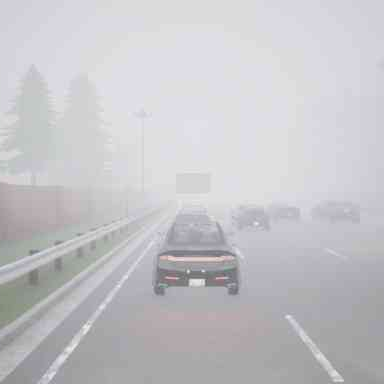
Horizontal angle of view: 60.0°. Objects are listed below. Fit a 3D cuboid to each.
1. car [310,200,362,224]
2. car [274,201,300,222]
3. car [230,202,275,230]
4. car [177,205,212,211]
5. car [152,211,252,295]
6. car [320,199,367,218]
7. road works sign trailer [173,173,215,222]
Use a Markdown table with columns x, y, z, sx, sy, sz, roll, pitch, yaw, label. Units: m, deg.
| x | y | z | sx | sy | sz | roll | pitch | yaw | label |
| --- | --- | --- | --- | --- | --- | --- | --- | --- | --- |
| 10.579 | 1.349 | 24.942 | 2.097 | 1.767 | 4.553 | 0 | 0 | 0 | car |
| 7.081 | 1.475 | 26.599 | 1.882 | 1.535 | 5.008 | 0 | 0 | 0 | car |
| 3.586 | 1.502 | 21.013 | 1.837 | 1.490 | 4.892 | 0 | 0 | 0 | car |
| 0.128 | 1.472 | 19.102 | 1.882 | 1.535 | 5.008 | 0 | 0 | 3 | car |
| 0.094 | 1.491 | 8.686 | 2.128 | 1.511 | 4.902 | 0 | 0 | 0 | car |
| 14.078 | 1.487 | 31.308 | 2.128 | 1.511 | 4.902 | 0 | 0 | 0 | car |
| 0.058 | 0.462 | 23.021 | 2.380 | 3.560 | 2.880 | 0 | 0 | -2 | road works sign trailer |
